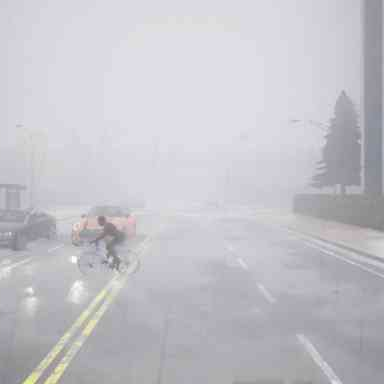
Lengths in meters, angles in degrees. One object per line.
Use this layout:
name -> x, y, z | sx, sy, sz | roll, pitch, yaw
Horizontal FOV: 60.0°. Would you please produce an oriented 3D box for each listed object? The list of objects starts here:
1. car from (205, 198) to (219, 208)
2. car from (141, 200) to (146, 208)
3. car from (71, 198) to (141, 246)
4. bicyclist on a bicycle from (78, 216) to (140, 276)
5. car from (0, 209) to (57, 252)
car -> 2.803, 1.513, 47.208 | 2.033, 1.411, 5.357 | 0, 0, -1
car -> -8.392, 1.511, 45.693 | 4.181, 1.385, 1.994 | 0, 0, 29
car -> -3.821, 1.352, 15.137 | 2.097, 1.767, 4.553 | 0, 0, -1
bicyclist on a bicycle -> -2.226, 1.454, 8.859 | 1.656, 1.620, 0.582 | -2, 0, -1
car -> -7.304, 1.492, 13.944 | 2.128, 1.511, 4.902 | 0, 0, -1
